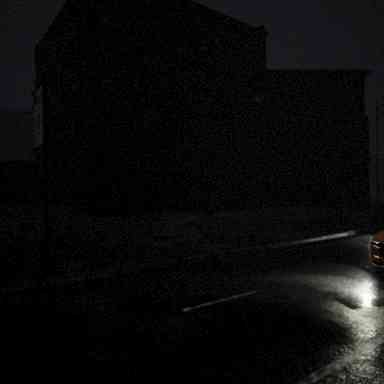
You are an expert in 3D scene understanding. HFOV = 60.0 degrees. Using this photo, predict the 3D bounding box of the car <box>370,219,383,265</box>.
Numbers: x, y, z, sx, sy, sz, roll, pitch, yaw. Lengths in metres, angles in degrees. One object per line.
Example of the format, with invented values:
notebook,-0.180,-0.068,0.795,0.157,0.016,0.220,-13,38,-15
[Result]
car,7.374,1.378,10.195,5.008,1.535,1.882,-1,1,-36
